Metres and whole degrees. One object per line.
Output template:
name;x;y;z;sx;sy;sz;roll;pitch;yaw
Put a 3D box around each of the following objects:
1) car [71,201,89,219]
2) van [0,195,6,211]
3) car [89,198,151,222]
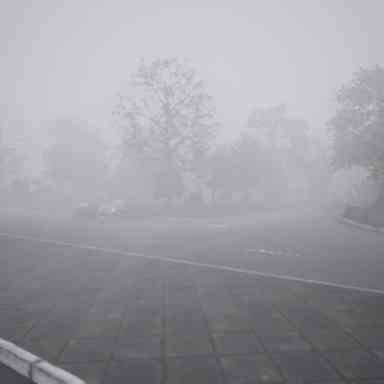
car;-8.001;1.480;28.225;2.002;1.452;4.674;0;0;35
van;-25.081;1.347;40.092;1.878;1.987;4.442;-1;-1;35
car;-5.379;1.314;26.442;2.185;1.767;4.553;0;0;35
